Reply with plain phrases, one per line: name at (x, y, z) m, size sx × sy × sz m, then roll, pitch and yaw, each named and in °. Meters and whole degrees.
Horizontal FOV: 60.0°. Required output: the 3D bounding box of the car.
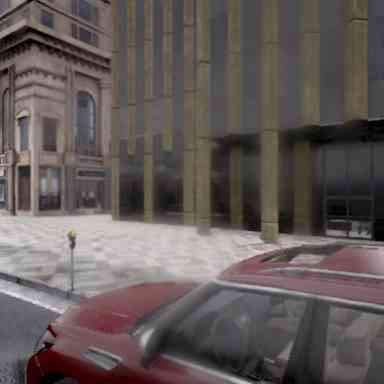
car at (0.949, 1.314, 2.294) m, size 5.009 × 1.841 × 2.192 m, roll 0°, pitch 0°, yaw 35°
